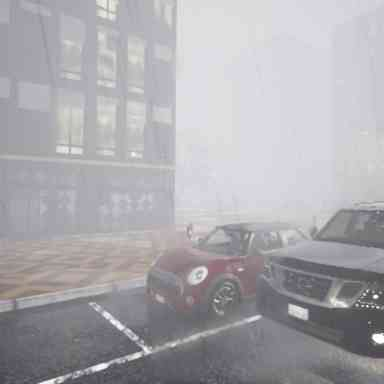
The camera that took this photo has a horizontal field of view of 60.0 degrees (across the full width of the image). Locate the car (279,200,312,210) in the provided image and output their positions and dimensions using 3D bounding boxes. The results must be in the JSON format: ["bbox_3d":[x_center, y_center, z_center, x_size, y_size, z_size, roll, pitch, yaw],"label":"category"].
[{"bbox_3d":[14.531,1.752,46.931,1.802,1.307,4.206,1,-1,-35],"label":"car"}]

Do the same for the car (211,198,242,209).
[{"bbox_3d":[4.412,1.635,46.712,2.008,1.369,4.403,1,-1,-35],"label":"car"}]

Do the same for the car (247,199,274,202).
[{"bbox_3d":[11.251,1.746,51.556,1.887,1.381,4.507,1,-1,-35],"label":"car"}]

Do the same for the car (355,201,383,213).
[{"bbox_3d":[21.094,1.676,37.682,1.947,1.339,4.313,1,-1,-35],"label":"car"}]

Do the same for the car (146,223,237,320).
[{"bbox_3d":[1.033,1.435,7.291,4.097,1.590,1.967,0,1,-36],"label":"car"}]

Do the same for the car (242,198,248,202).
[{"bbox_3d":[7.969,1.671,56.182,1.967,1.590,4.097,1,-1,-35],"label":"car"}]

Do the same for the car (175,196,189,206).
[{"bbox_3d":[-2.150,1.690,55.962,1.887,1.381,4.507,1,-1,-35],"label":"car"}]

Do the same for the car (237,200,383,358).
[{"bbox_3d":[3.646,1.213,5.973,5.566,2.045,2.150,0,0,-35],"label":"car"}]

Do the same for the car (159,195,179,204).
[{"bbox_3d":[-5.155,1.669,74.683,2.192,1.841,5.009,1,-1,-35],"label":"car"}]
